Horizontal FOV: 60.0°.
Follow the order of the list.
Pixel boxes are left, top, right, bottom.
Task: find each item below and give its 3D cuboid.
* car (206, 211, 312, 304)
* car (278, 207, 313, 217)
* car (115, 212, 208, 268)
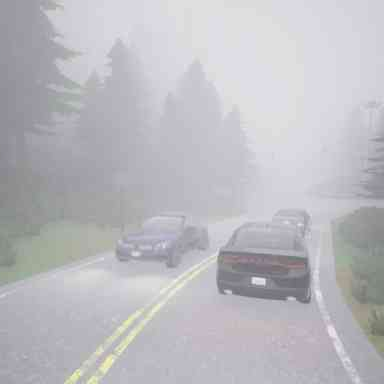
[{"bbox_3d":[1.956,1.482,8.435,1.882,1.535,5.008,1,0,17],"label":"car"},{"bbox_3d":[5.396,1.537,17.925,2.033,1.411,5.357,2,1,22],"label":"car"},{"bbox_3d":[-0.749,1.437,11.353,1.812,1.442,4.674,2,1,20],"label":"car"}]
